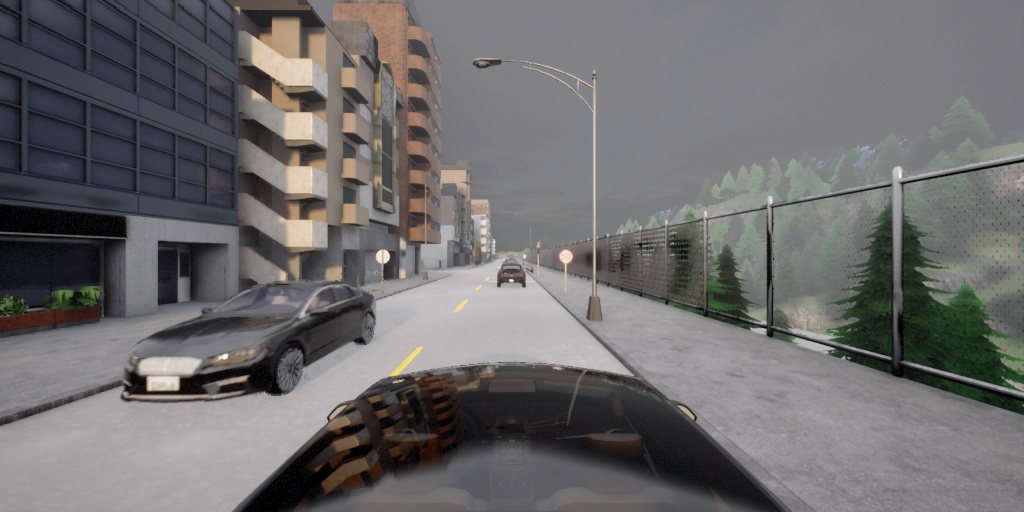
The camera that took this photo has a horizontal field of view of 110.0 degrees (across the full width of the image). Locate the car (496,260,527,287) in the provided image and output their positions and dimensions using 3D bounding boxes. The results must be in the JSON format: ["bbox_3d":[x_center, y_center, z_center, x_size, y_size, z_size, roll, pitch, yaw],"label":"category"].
[{"bbox_3d":[-0.041,1.262,24.401,1.837,1.490,4.892,0,0,0],"label":"car"}]

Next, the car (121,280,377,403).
[{"bbox_3d":[-4.129,1.243,6.684,2.128,1.511,4.902,0,0,0],"label":"car"}]
